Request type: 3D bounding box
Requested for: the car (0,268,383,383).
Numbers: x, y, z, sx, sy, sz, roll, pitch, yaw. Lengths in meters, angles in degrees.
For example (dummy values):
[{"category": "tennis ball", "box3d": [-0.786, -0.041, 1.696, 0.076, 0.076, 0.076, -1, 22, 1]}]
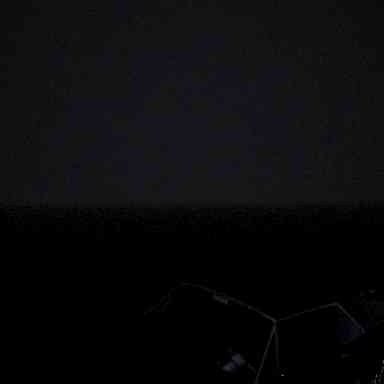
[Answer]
[{"category": "car", "box3d": [0.389, 1.602, 3.332, 4.718, 1.301, 1.895, 0, 0, -35]}]
